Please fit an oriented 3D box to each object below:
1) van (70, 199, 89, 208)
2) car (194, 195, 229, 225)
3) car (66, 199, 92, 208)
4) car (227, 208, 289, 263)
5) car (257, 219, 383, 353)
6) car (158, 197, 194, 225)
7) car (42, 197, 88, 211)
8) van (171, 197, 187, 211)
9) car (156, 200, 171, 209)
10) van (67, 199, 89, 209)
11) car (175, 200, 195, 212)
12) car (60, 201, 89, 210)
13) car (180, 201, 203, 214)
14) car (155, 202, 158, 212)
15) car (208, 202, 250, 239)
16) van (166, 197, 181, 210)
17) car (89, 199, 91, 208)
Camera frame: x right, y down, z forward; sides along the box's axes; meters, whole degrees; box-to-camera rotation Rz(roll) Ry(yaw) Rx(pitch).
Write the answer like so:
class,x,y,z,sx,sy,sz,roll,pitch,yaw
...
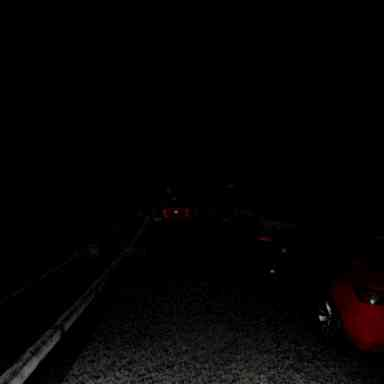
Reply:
class,x,y,z,sx,sy,sz,roll,pitch,yaw
van,-27.530,2.850,81.598,4.442,1.987,1.878,0,-1,-19
car,1.339,1.313,28.474,2.435,2.045,5.566,0,0,-6
car,-26.791,2.754,78.952,5.566,2.045,2.435,0,-2,-18
car,2.696,1.525,11.863,2.002,1.452,4.674,0,0,-2
car,2.909,1.511,6.347,2.163,1.488,4.792,0,0,-1
car,-1.301,1.409,25.041,2.097,1.767,4.553,0,-1,-6
car,-18.270,1.749,47.353,5.566,2.045,2.435,0,-1,-11
van,-2.069,1.756,50.467,1.878,1.987,4.442,0,-1,-10
car,-5.723,2.483,66.532,2.097,1.535,5.008,0,-2,-14
van,-24.431,2.552,71.254,4.442,1.987,1.878,0,-2,-17
car,-1.058,1.881,44.881,2.002,1.452,4.674,0,-1,-10
car,-21.405,2.471,60.761,4.792,1.488,2.163,0,-2,-14
car,-0.153,1.766,39.414,2.002,1.452,4.674,0,-1,-8
car,-3.710,1.806,42.835,1.882,1.535,5.008,0,-1,-9
car,2.370,1.492,17.275,2.231,1.521,4.892,0,0,-3
van,-3.192,1.915,55.888,1.878,1.987,4.442,0,-2,-12
car,-20.703,2.354,58.123,4.892,1.521,2.231,0,-2,-13
